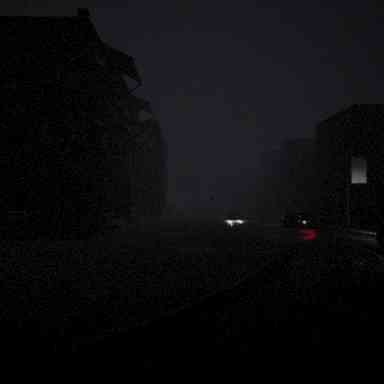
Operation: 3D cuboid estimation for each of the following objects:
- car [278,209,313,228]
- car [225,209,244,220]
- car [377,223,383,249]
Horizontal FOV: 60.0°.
[{"bbox_3d":[8.922,2.249,28.929,1.837,1.490,4.892,-1,-2,-1],"label":"car"},{"bbox_3d":[5.462,2.894,43.293,1.994,1.385,4.181,-1,-1,-1],"label":"car"},{"bbox_3d":[8.275,1.547,12.130,2.128,1.511,4.902,-1,-2,15],"label":"car"}]
